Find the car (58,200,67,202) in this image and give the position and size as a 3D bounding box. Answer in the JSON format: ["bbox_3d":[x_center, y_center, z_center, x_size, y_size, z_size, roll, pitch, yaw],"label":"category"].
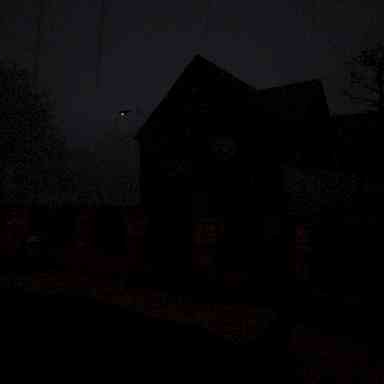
[{"bbox_3d":[-12.819,1.557,33.736,2.128,1.511,4.902,0,0,35],"label":"car"}]

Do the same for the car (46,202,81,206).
[{"bbox_3d":[-10.186,1.577,21.039,2.033,1.411,5.357,0,0,43],"label":"car"}]

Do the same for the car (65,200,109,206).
[{"bbox_3d":[-9.590,1.668,32.673,1.895,1.301,4.718,0,0,35],"label":"car"}]
